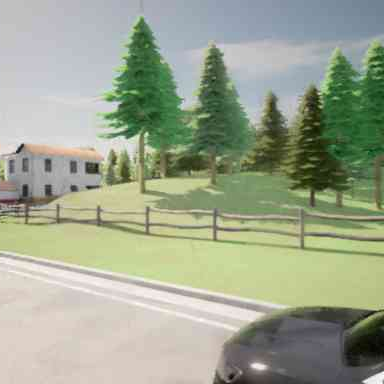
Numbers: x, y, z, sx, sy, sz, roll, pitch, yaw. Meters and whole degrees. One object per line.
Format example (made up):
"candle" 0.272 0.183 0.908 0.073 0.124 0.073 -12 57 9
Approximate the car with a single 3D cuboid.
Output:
"car" 2.437 1.498 2.254 4.892 1.490 1.837 0 0 36
